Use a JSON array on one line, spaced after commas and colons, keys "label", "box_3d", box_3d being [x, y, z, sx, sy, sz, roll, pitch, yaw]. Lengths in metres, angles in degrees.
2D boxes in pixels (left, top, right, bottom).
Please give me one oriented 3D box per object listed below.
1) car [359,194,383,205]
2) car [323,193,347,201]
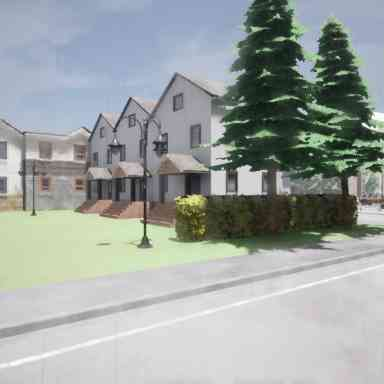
[{"label": "car", "box_3d": [27.271, 1.097, 49.273, 1.932, 1.855, 4.605, 0, 0, -36]}, {"label": "car", "box_3d": [32.140, 1.097, 74.727, 1.932, 1.855, 4.605, 0, 0, -36]}]
